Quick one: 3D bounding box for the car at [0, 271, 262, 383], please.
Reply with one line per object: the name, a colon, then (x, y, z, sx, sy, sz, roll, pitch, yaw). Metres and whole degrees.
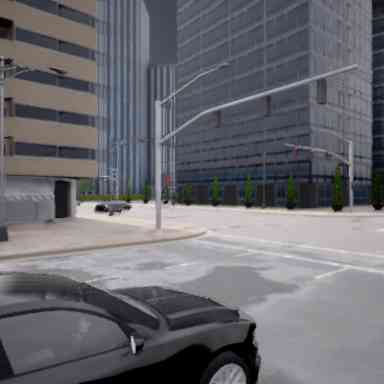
car: (-1.516, 1.494, 2.936, 5.008, 1.535, 1.882, 0, 0, -36)

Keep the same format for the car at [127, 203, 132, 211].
car: (-10.183, 1.821, 45.389, 2.033, 1.411, 5.357, 0, 0, -39)

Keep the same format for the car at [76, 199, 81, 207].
car: (-21.357, 1.891, 59.213, 1.837, 1.490, 4.892, 0, 0, -39)

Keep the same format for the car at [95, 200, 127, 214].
car: (-9.966, 1.811, 39.594, 1.994, 1.385, 4.181, 0, 0, -39)
